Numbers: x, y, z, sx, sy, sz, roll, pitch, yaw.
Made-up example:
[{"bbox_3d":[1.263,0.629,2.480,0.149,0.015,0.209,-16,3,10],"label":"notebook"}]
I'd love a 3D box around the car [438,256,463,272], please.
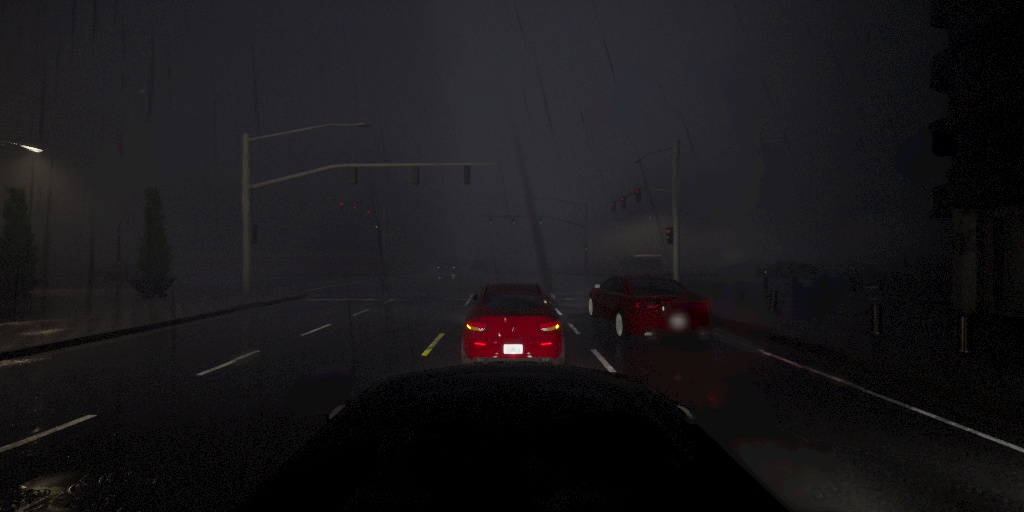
[{"bbox_3d":[-7.921,0.972,45.472,2.150,2.045,5.566,0,0,-1],"label":"car"}]

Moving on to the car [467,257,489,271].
[{"bbox_3d":[-4.449,1.275,47.697,1.812,1.442,4.674,0,0,-1],"label":"car"}]

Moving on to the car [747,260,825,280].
[{"bbox_3d":[23.588,1.310,30.937,4.892,1.490,1.837,0,0,0],"label":"car"}]

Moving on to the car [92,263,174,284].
[{"bbox_3d":[-28.230,1.310,26.778,4.892,1.490,1.837,0,0,0],"label":"car"}]

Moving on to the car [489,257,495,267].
[{"bbox_3d":[-4.617,1.275,64.887,1.812,1.442,4.674,0,0,0],"label":"car"}]

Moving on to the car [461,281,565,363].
[{"bbox_3d":[0.010,1.276,7.853,1.812,1.442,4.674,0,0,0],"label":"car"}]

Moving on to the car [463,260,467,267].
[{"bbox_3d":[-7.997,1.313,59.528,1.994,1.385,4.181,0,0,-1],"label":"car"}]

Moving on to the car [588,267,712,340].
[{"bbox_3d":[3.488,1.228,10.032,1.882,1.535,5.008,0,0,0],"label":"car"}]
